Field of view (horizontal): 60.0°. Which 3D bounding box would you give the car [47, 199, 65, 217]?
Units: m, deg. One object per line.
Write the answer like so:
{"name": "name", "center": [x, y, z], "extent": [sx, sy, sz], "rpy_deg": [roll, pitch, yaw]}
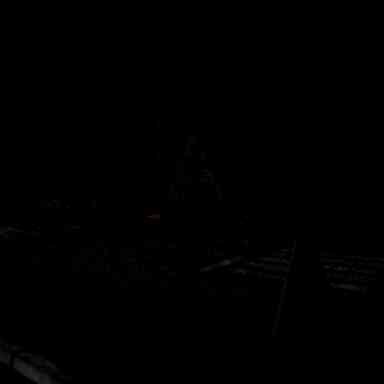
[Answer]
{"name": "car", "center": [-10.057, 1.348, 29.938], "extent": [2.185, 1.767, 4.553], "rpy_deg": [1, 1, 35]}

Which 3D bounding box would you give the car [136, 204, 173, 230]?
{"name": "car", "center": [-1.140, 1.642, 23.330], "extent": [1.946, 1.575, 5.366], "rpy_deg": [1, 1, 35]}

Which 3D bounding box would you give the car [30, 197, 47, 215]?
{"name": "car", "center": [-12.340, 1.471, 31.521], "extent": [2.002, 1.452, 4.674], "rpy_deg": [1, 1, 35]}

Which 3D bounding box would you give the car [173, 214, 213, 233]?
{"name": "car", "center": [1.247, 1.718, 21.896], "extent": [2.163, 1.488, 4.792], "rpy_deg": [1, 1, 35]}

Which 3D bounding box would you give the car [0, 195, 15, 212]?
{"name": "car", "center": [-16.865, 1.387, 34.738], "extent": [2.002, 1.452, 4.674], "rpy_deg": [1, 1, 35]}

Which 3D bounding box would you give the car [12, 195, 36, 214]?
{"name": "car", "center": [-14.603, 1.388, 33.127], "extent": [2.097, 1.535, 5.008], "rpy_deg": [1, 1, 35]}

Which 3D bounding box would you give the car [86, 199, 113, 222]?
{"name": "car", "center": [-5.557, 1.560, 26.692], "extent": [2.231, 1.521, 4.892], "rpy_deg": [1, 1, 35]}

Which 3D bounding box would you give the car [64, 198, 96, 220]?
{"name": "car", "center": [-7.812, 1.516, 28.310], "extent": [2.097, 1.535, 5.008], "rpy_deg": [1, 1, 35]}

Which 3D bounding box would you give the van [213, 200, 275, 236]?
{"name": "van", "center": [3.425, 1.507, 20.167], "extent": [1.878, 1.987, 4.442], "rpy_deg": [1, 1, 35]}

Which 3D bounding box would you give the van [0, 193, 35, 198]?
{"name": "van", "center": [-19.054, 1.079, 36.441], "extent": [1.878, 1.987, 4.442], "rpy_deg": [1, 1, 35]}

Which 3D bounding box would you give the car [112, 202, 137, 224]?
{"name": "car", "center": [-3.277, 1.631, 25.113], "extent": [2.163, 1.488, 4.792], "rpy_deg": [1, 1, 35]}
